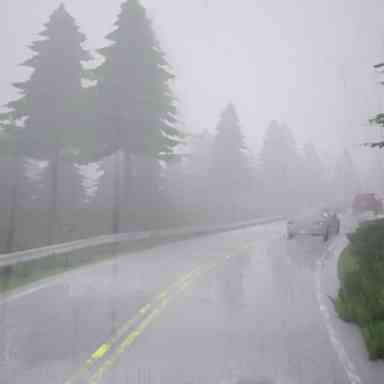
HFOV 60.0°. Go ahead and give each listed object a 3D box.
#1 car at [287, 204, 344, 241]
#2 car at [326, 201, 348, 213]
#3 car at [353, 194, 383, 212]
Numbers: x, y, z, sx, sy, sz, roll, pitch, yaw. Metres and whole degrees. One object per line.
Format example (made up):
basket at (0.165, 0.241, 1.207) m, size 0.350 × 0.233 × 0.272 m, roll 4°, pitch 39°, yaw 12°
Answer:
car at (6.098, 1.519, 16.579) m, size 1.812 × 1.442 × 4.674 m, roll -3°, pitch -1°, yaw 32°
car at (15.487, 1.646, 36.144) m, size 2.033 × 1.411 × 5.357 m, roll -3°, pitch -2°, yaw 36°
car at (17.718, 1.192, 33.451) m, size 2.150 × 2.045 × 5.566 m, roll -3°, pitch -1°, yaw 36°
